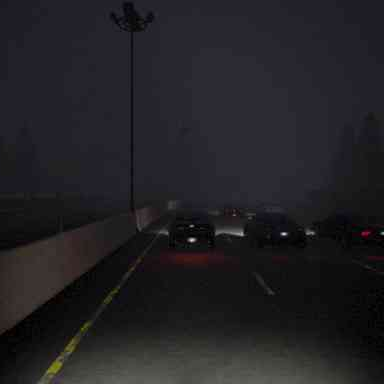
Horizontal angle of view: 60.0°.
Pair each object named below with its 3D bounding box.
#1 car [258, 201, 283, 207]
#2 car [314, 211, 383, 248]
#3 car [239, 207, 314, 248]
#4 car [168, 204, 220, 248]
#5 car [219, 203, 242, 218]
[{"bbox_3d":[7.000,1.531,29.650,1.812,1.442,4.674,0,0,0],"label":"car"},{"bbox_3d":[7.000,1.560,14.650,2.033,1.411,5.357,0,0,0],"label":"car"},{"bbox_3d":[3.500,1.570,14.650,1.994,1.385,4.181,0,0,0],"label":"car"},{"bbox_3d":[0.000,1.514,14.650,1.837,1.490,4.892,0,0,0],"label":"car"},{"bbox_3d":[3.500,1.614,29.680,1.895,1.301,4.718,0,0,0],"label":"car"}]
